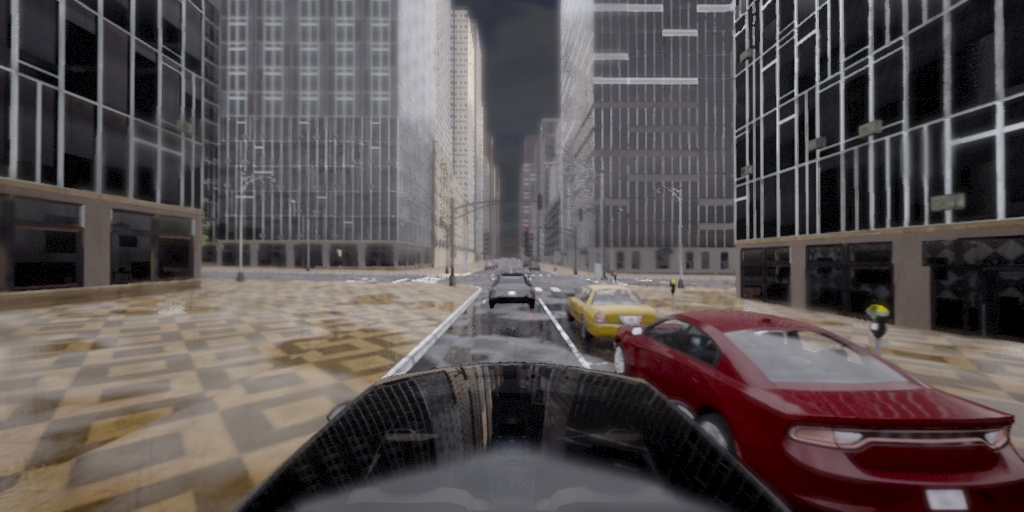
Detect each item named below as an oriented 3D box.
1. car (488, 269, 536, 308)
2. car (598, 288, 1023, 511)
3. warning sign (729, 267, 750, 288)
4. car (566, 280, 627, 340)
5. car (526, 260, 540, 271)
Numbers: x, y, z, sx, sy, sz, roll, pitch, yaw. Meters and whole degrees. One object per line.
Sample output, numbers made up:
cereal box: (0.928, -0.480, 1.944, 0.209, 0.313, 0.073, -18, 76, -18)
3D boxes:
car: (-0.012, 1.450, 16.174, 1.994, 1.385, 4.181, 0, 0, 0)
car: (2.564, 1.319, 4.338, 1.888, 1.381, 4.507, 0, 0, 0)
warning sign: (17.254, 1.442, 27.211, 1.060, 1.860, 1.300, 0, 0, -3)
car: (2.562, 1.352, 10.059, 1.751, 1.417, 4.829, 0, 0, 0)
car: (3.851, 1.885, 60.991, 1.948, 1.339, 4.313, 0, 0, 0)
